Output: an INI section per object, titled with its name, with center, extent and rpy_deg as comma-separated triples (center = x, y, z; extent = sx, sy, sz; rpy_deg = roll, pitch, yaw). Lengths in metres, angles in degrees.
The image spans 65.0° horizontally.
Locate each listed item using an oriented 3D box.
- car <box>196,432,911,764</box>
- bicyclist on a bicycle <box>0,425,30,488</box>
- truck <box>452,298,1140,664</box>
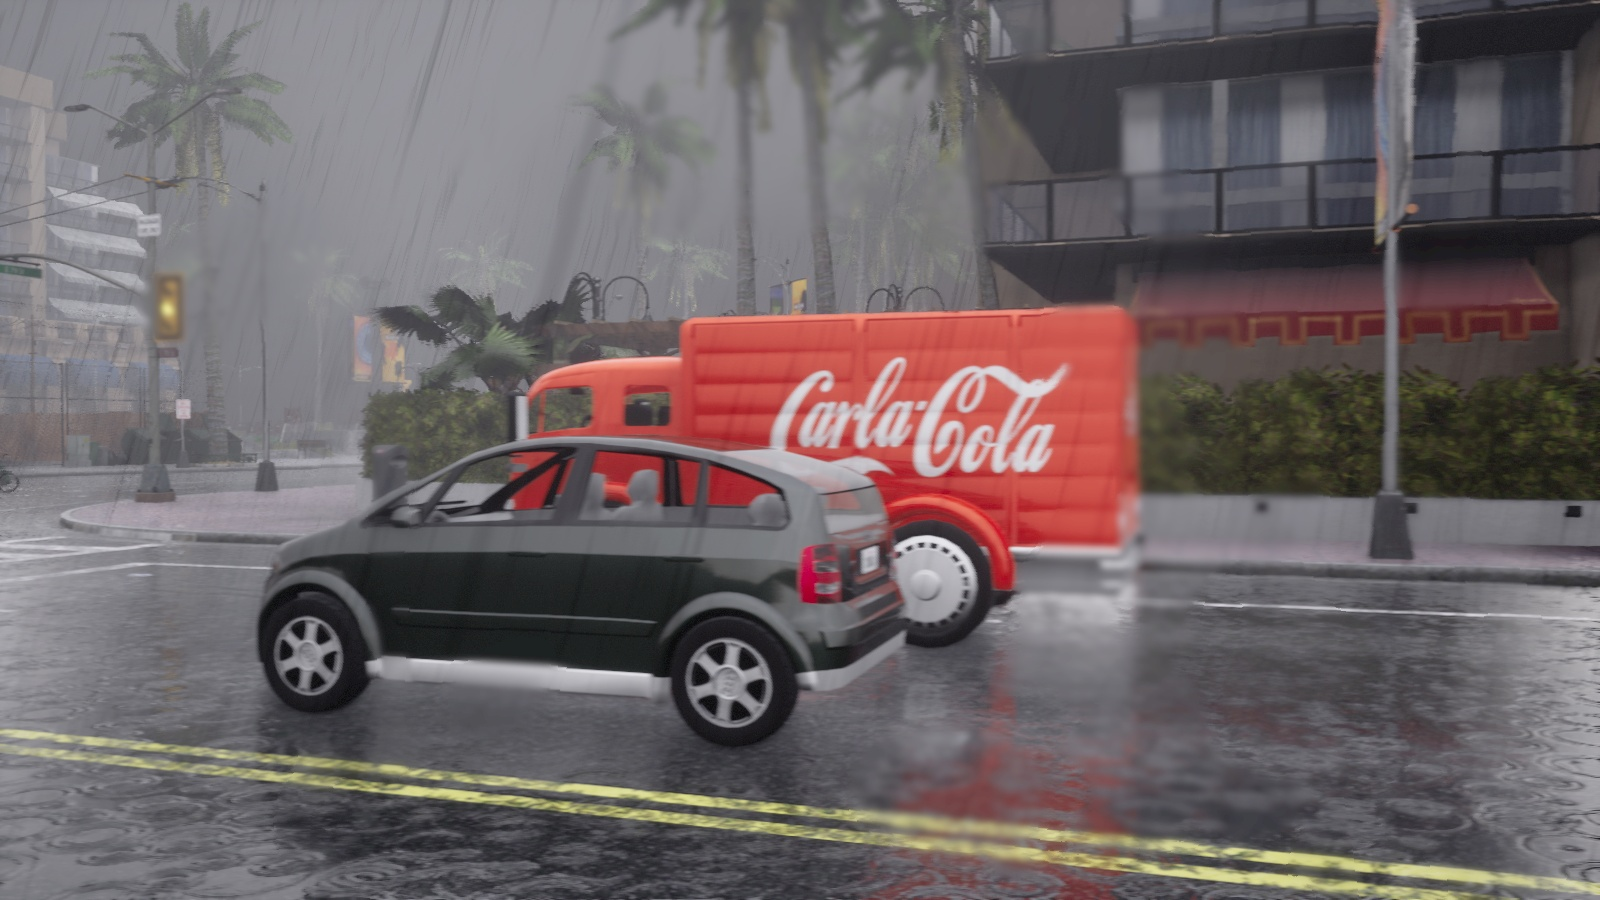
[car]
center = -1.371, 0.682, 7.360
extent = 3.705, 1.549, 1.789
rpy_deg = 1, 1, 18
[bicyclist on a bicycle]
center = -20.871, 0.166, 32.394
extent = 0.866, 1.612, 1.509
rpy_deg = 1, 1, 24
[truck]
center = 0.076, 0.171, 10.550
extent = 5.204, 2.467, 2.627
rpy_deg = 1, 1, 18
